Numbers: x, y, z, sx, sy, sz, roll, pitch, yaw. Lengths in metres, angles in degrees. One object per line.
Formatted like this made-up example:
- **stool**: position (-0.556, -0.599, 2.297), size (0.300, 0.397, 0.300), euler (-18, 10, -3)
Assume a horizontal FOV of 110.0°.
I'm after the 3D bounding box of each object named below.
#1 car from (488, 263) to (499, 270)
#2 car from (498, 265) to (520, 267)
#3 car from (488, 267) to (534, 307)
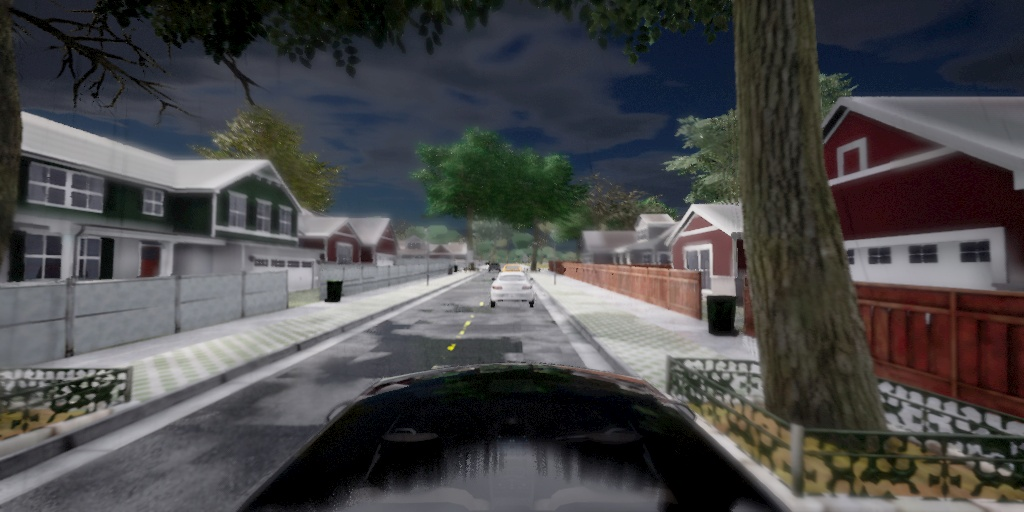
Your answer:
- **car**: position (-2.700, 1.750, 56.256), size (1.812, 1.442, 4.674), euler (0, -1, 0)
- **car**: position (0.034, 1.496, 31.339), size (1.882, 1.535, 5.008), euler (0, 0, 0)
- **car**: position (0.019, 1.409, 16.248), size (1.812, 1.442, 4.674), euler (0, 0, 0)
